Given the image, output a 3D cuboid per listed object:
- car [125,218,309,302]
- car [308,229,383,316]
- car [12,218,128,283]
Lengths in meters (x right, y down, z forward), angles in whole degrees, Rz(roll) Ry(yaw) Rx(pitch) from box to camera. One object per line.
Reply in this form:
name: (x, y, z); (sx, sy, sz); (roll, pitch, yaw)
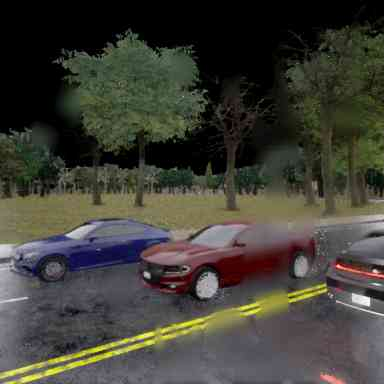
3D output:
car: (1.086, 1.478, 8.463); (5.008, 1.535, 1.882); (0, 0, -36)
car: (4.713, 1.505, 6.816); (4.892, 1.490, 1.837); (0, 0, -36)
car: (-2.652, 1.526, 9.783); (4.674, 1.442, 1.812); (0, 0, -36)
